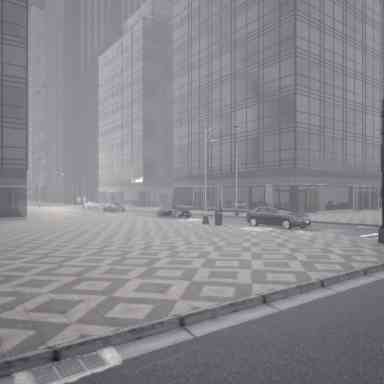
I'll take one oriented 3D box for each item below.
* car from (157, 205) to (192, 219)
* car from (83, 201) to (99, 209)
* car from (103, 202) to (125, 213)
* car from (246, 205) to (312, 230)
[{"bbox_3d":[-1.821,1.979,33.723,1.994,1.385,4.181,0,-1,-36],"label":"car"},{"bbox_3d":[-19.178,2.476,63.097,1.812,1.442,4.674,0,-1,-36],"label":"car"},{"bbox_3d":[-10.969,2.184,46.415,1.812,1.442,4.674,0,-1,-35],"label":"car"},{"bbox_3d":[5.901,1.719,23.067,1.837,1.490,4.892,0,-1,-36],"label":"car"}]
